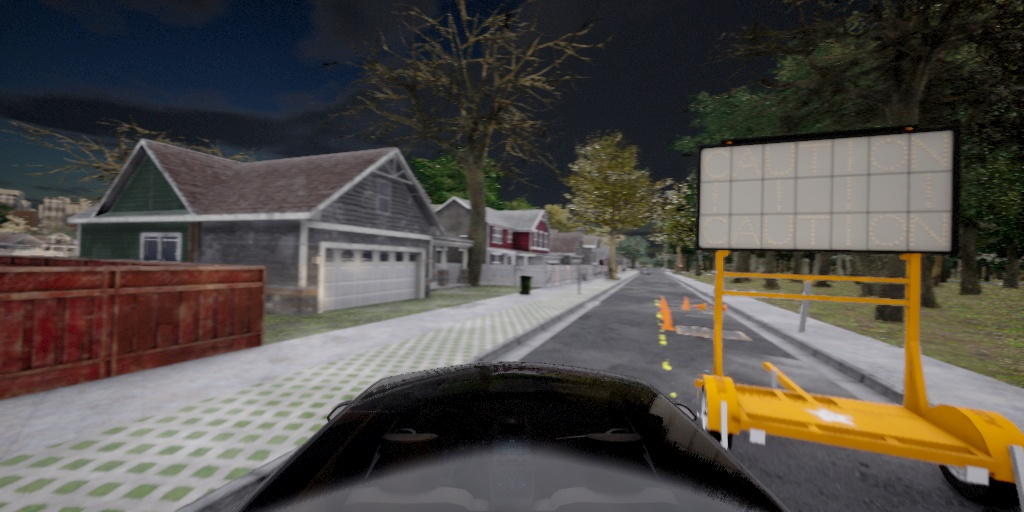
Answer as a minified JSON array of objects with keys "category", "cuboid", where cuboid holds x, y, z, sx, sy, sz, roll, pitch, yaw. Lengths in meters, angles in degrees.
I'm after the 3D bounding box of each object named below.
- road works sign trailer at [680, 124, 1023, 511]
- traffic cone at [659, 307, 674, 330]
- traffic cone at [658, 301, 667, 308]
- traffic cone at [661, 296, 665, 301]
[{"category":"road works sign trailer","cuboid":[3.433,0.360,4.281,2.380,3.560,2.880,0,0,21]},{"category":"traffic cone","cuboid":[4.873,1.992,11.228,0.340,0.580,0.340,0,0,21]},{"category":"traffic cone","cuboid":[5.596,2.040,13.093,0.340,0.580,0.340,0,0,21]},{"category":"traffic cone","cuboid":[6.318,2.089,14.957,0.340,0.580,0.340,0,0,21]}]
